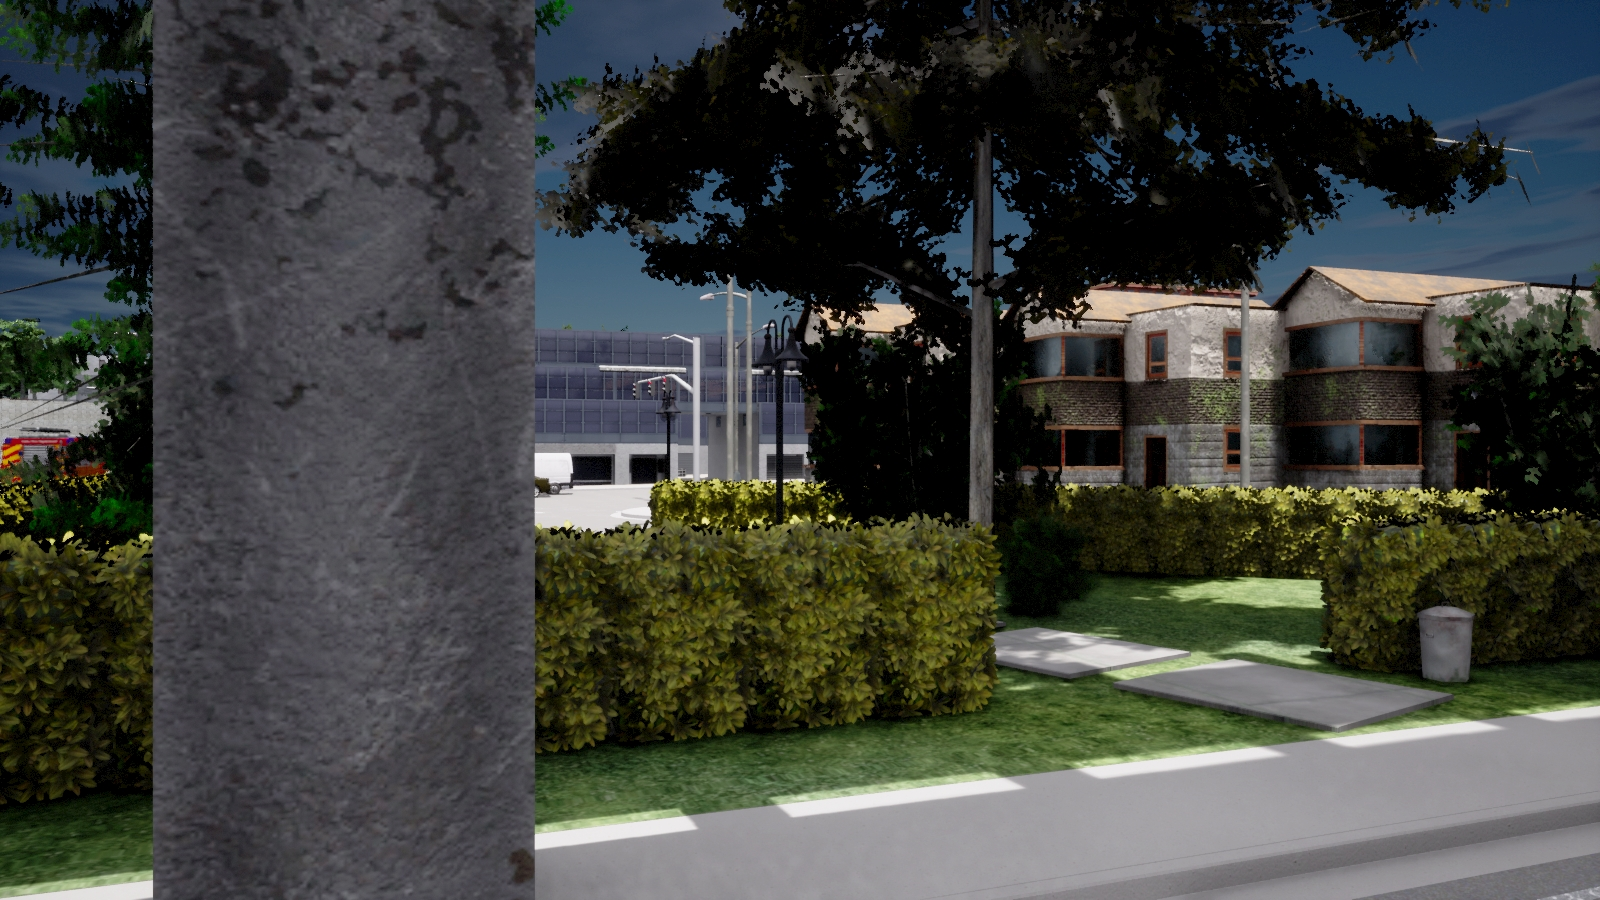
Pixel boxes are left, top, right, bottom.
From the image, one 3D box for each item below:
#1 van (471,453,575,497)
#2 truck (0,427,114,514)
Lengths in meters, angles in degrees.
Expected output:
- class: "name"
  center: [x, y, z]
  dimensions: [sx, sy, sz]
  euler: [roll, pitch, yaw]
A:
- class: "van"
  center: [-16.822, 1.478, 69.483]
  dimensions: [5.915, 2.561, 1.988]
  euler: [0, 0, -21]
- class: "truck"
  center: [-35.523, 0.903, 54.972]
  dimensions: [2.891, 3.827, 8.468]
  euler: [0, 0, -21]
